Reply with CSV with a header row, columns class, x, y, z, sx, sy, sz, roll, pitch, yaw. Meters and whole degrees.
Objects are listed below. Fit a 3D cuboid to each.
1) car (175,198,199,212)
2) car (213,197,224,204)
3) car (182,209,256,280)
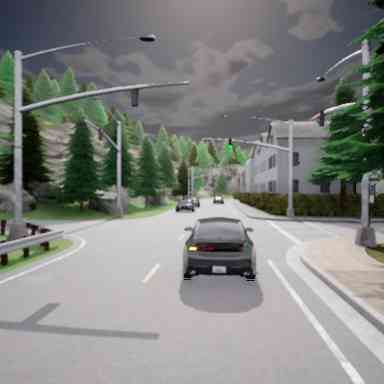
class,x,y,z,sx,sy,sz,roll,pitch,yaw
car,-0.673,1.538,37.979,1.994,1.385,4.181,0,0,5
car,4.894,1.538,61.251,1.994,1.385,4.181,0,0,5
car,0.799,1.501,9.963,1.837,1.490,4.892,0,0,4
